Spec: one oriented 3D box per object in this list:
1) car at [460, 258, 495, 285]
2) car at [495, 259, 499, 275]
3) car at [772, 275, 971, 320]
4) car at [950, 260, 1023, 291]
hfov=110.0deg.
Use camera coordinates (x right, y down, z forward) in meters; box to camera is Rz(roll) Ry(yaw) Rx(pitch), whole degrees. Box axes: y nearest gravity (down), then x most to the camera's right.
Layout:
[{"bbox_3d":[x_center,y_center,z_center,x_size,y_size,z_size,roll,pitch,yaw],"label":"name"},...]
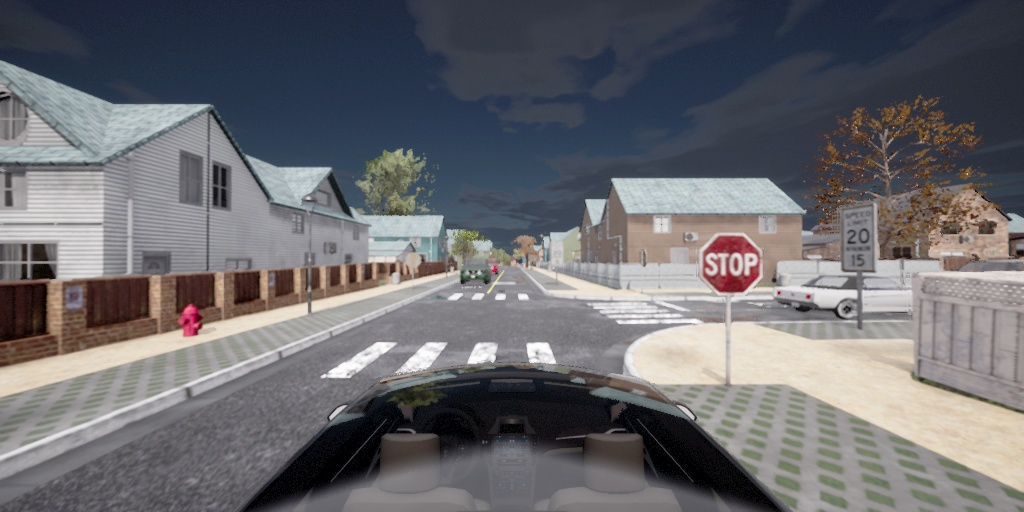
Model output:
[{"bbox_3d":[-2.858,1.195,29.155,2.150,2.045,5.566,0,0,0],"label":"car"},{"bbox_3d":[-2.862,1.367,45.681,2.150,2.045,5.566,0,-1,0],"label":"car"},{"bbox_3d":[11.413,1.271,11.640,4.718,1.301,1.895,-1,0,0],"label":"car"},{"bbox_3d":[19.523,0.958,14.511,4.553,1.767,2.097,-1,-1,0],"label":"car"}]
